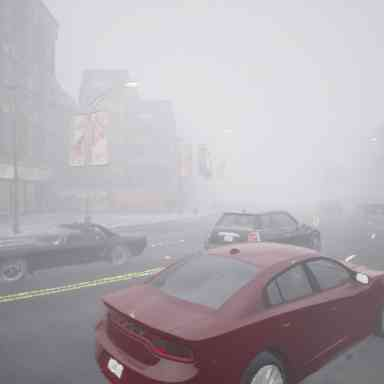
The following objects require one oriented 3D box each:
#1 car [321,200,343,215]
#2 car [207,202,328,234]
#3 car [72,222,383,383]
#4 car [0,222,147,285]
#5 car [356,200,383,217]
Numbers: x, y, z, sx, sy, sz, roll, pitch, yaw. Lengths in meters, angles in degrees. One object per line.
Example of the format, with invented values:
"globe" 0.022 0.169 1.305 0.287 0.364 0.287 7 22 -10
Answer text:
"car" 13.840 1.529 33.772 2.033 1.411 5.357 0 0 11
"car" 2.463 1.343 10.905 2.097 1.767 4.553 0 0 43
"car" 1.167 1.475 4.731 5.008 1.535 1.882 0 0 -40
"car" -3.744 1.591 9.669 4.718 1.301 1.895 0 0 -42
"car" 16.617 1.463 30.838 1.882 1.535 5.008 0 0 15
